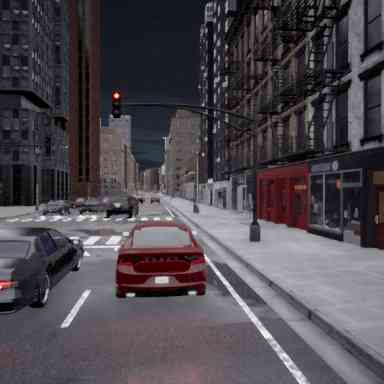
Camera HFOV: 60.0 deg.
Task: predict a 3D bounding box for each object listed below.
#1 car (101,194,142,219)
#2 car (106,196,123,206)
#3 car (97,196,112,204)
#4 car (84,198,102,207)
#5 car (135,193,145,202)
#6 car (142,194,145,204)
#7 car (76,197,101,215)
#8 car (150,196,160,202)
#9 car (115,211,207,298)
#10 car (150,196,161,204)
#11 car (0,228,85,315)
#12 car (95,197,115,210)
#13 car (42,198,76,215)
[{"bbox_3d":[-6.147,1.228,29.599,2.150,2.045,5.566,1,0,-2],"label":"car"},{"bbox_3d":[-12.687,1.513,54.766,2.128,1.511,4.902,0,0,-6],"label":"car"},{"bbox_3d":[-17.081,1.518,65.085,2.128,1.511,4.902,0,0,-6],"label":"car"},{"bbox_3d":[-15.784,1.622,53.200,1.895,1.301,4.718,0,0,-6],"label":"car"},{"bbox_3d":[-11.656,1.218,75.115,2.097,1.767,4.553,0,0,-6],"label":"car"},{"bbox_3d":[-10.485,1.504,64.792,1.882,1.535,5.008,0,0,-6],"label":"car"},{"bbox_3d":[-10.477,1.558,35.007,2.033,1.411,5.357,0,0,-6],"label":"car"},{"bbox_3d":[-8.429,1.571,75.504,2.033,1.411,5.357,0,0,-6],"label":"car"},{"bbox_3d":[-0.811,1.477,8.614,1.882,1.535,5.008,0,0,-6],"label":"car"},{"bbox_3d":[-7.161,1.531,65.203,1.837,1.490,4.892,0,0,-6],"label":"car"},{"bbox_3d":[-3.916,1.547,7.742,2.033,1.411,5.357,0,0,-6],"label":"car"},{"bbox_3d":[-11.554,1.494,44.650,1.882,1.535,5.008,0,0,-6],"label":"car"},{"bbox_3d":[-13.594,1.515,33.669,1.837,1.490,4.892,0,0,-6],"label":"car"}]
